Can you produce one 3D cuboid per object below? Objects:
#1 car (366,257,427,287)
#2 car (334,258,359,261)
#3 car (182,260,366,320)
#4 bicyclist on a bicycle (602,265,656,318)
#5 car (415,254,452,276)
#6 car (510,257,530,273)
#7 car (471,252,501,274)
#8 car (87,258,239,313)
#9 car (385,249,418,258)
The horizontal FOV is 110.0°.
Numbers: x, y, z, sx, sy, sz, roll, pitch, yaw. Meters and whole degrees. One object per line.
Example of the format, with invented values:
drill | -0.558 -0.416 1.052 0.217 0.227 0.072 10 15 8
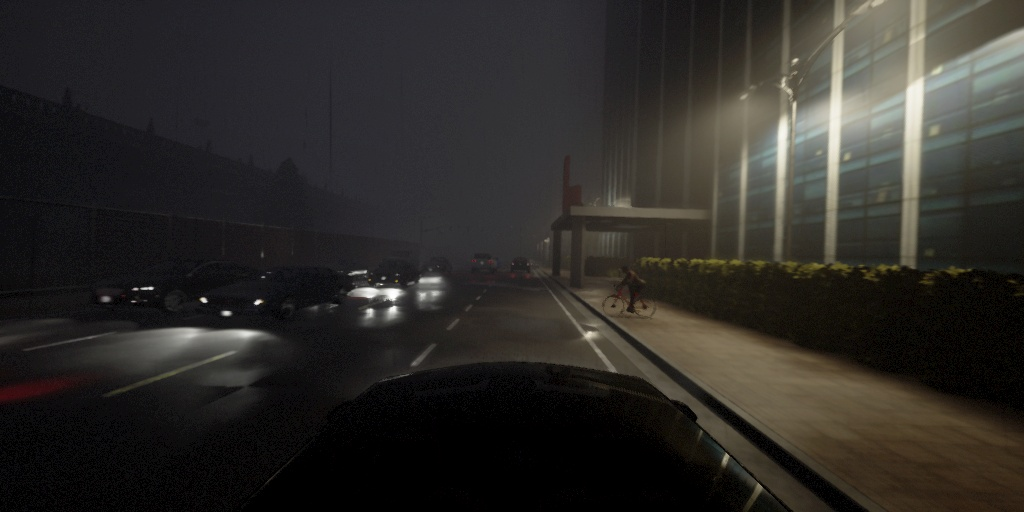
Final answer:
car | -6.693 0.966 20.809 1.994 1.385 4.181 2 0 2
car | -10.181 0.846 21.748 1.994 1.385 4.181 2 0 0
car | -6.916 1.006 11.428 2.033 1.411 5.357 2 0 1
bicyclist on a bicycle | 3.619 1.106 11.043 1.656 1.620 0.582 2 0 1
car | -6.433 0.832 31.185 2.128 1.511 4.902 2 0 2
car | 0.936 0.875 39.726 2.097 1.767 4.553 2 0 1
car | -2.696 0.654 35.832 2.150 2.045 5.566 2 0 2
car | -10.407 0.834 11.689 2.128 1.511 4.902 2 0 1
car | -9.891 0.442 32.213 2.150 2.045 5.566 2 0 2
